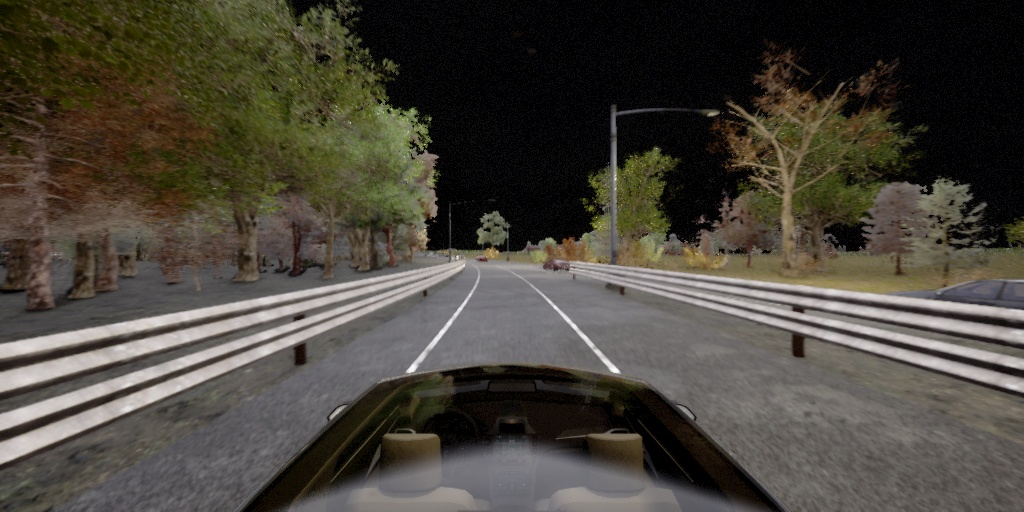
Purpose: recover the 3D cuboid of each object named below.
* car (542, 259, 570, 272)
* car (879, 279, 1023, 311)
[{"bbox_3d":[5.019,1.014,41.037,1.812,1.442,4.674,1,0,-17],"label":"car"},{"bbox_3d":[14.383,1.371,10.412,2.033,1.411,5.357,0,1,-17],"label":"car"}]
